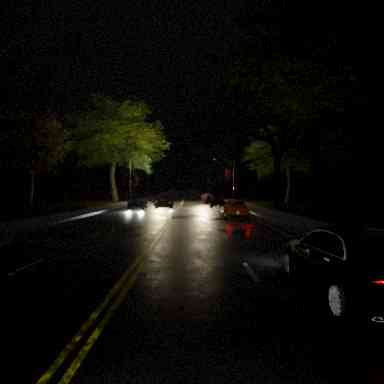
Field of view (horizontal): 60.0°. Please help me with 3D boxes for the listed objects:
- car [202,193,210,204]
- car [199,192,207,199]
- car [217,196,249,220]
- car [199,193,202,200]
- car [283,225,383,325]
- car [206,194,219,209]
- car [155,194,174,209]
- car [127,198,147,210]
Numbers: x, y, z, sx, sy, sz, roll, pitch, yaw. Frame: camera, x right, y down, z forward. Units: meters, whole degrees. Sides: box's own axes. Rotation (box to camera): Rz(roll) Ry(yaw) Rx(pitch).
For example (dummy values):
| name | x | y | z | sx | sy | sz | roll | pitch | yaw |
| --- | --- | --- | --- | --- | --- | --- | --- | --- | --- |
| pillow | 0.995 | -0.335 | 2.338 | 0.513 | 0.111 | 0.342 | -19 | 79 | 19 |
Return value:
| name | x | y | z | sx | sy | sz | roll | pitch | yaw |
| --- | --- | --- | --- | --- | --- | --- | --- | --- | --- |
| car | 3.152 | 1.110 | 53.422 | 2.097 | 1.767 | 4.553 | 0 | 0 | 0 |
| car | 2.836 | 0.972 | 86.483 | 2.033 | 1.649 | 4.856 | 0 | 0 | -1 |
| car | 3.348 | 1.354 | 26.765 | 1.882 | 1.535 | 5.008 | 0 | 0 | 0 |
| car | 3.071 | 1.049 | 64.433 | 2.097 | 1.767 | 4.553 | 0 | 0 | 0 |
| car | 3.353 | 1.471 | 7.071 | 1.837 | 1.490 | 4.892 | 0 | 0 | 0 |
| car | 3.209 | 1.313 | 42.442 | 1.837 | 1.490 | 4.892 | 0 | 0 | 0 |
| car | -3.379 | 1.167 | 41.037 | 2.097 | 1.767 | 4.553 | 0 | 0 | 0 |
| car | -6.629 | 1.419 | 40.410 | 1.895 | 1.301 | 4.718 | 0 | 0 | 0 |
